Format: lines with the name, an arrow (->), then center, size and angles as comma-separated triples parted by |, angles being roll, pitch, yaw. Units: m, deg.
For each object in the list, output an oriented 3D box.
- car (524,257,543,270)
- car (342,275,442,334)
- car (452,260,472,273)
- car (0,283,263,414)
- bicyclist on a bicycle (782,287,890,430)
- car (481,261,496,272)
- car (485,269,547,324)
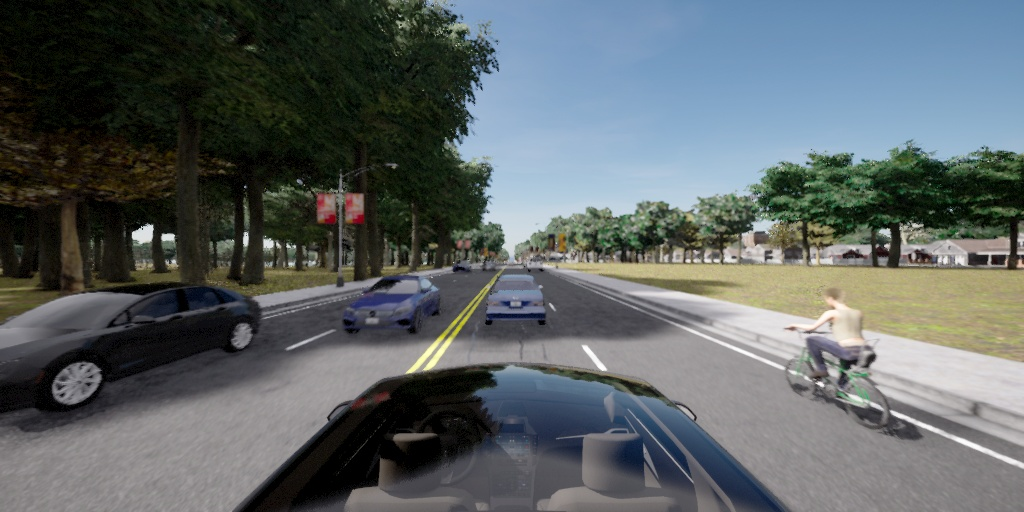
car -> 3.348, 1.239, 53.301 | 2.150, 2.045, 5.566 | 0, 0, 0
car -> -3.352, 1.317, 10.931 | 1.812, 1.442, 4.674 | 0, 0, 0
car -> -6.583, 1.335, 47.625 | 2.097, 1.767, 4.553 | 0, 0, 0
car -> -6.600, 1.274, 6.177 | 1.837, 1.490, 4.892 | 0, 0, 0
bicyclist on a bicycle -> 4.121, 1.200, 4.657 | 0.866, 1.612, 1.509 | 0, 0, 0
car -> -3.327, 1.501, 52.044 | 2.128, 1.511, 4.902 | 0, 0, 0
car -> 0.099, 1.344, 12.155 | 2.033, 1.411, 5.357 | 0, 0, 0
